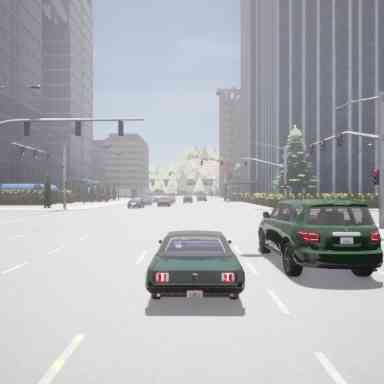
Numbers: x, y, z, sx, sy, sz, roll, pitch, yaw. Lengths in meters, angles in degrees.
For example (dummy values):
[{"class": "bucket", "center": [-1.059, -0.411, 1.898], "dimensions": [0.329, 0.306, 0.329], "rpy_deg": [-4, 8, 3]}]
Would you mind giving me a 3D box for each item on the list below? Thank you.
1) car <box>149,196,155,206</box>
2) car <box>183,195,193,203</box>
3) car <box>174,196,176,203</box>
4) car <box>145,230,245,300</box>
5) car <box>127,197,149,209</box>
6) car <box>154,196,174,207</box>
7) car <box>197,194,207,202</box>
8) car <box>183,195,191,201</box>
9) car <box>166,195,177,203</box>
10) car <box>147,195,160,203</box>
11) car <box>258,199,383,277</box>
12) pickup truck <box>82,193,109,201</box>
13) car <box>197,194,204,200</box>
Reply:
[{"class": "car", "center": [-7.863, 1.526, 56.033], "dimensions": [1.812, 1.442, 4.674], "rpy_deg": [0, 0, -1]}, {"class": "car", "center": [-0.859, 1.505, 68.789], "dimensions": [1.837, 1.490, 4.892], "rpy_deg": [0, 0, -1]}, {"class": "car", "center": [-4.419, 1.601, 61.945], "dimensions": [1.895, 1.301, 4.718], "rpy_deg": [0, 0, 0]}, {"class": "car", "center": [0.077, 1.601, 8.367], "dimensions": [1.895, 1.301, 4.718], "rpy_deg": [0, 0, 0]}, {"class": "car", "center": [-7.796, 1.491, 46.754], "dimensions": [2.128, 1.511, 4.902], "rpy_deg": [0, 0, 1]}, {"class": "car", "center": [-4.301, 1.478, 51.839], "dimensions": [1.882, 1.535, 5.008], "rpy_deg": [0, 0, -1]}, {"class": "car", "center": [2.402, 1.348, 78.831], "dimensions": [2.097, 1.767, 4.553], "rpy_deg": [0, 0, -1]}, {"class": "car", "center": [-1.238, 1.540, 88.917], "dimensions": [2.033, 1.411, 5.357], "rpy_deg": [0, 0, -1]}, {"class": "car", "center": [-4.509, 1.524, 72.399], "dimensions": [2.128, 1.511, 4.902], "rpy_deg": [0, 0, -1]}, {"class": "car", "center": [-7.961, 1.493, 68.852], "dimensions": [2.128, 1.511, 4.902], "rpy_deg": [0, 0, -1]}, {"class": "car", "center": [3.589, 1.221, 10.395], "dimensions": [2.150, 2.045, 5.566], "rpy_deg": [0, 0, 0]}, {"class": "pickup truck", "center": [-21.147, 1.059, 73.429], "dimensions": [2.390, 2.098, 6.274], "rpy_deg": [0, 0, 30]}, {"class": "car", "center": [2.259, 1.386, 89.111], "dimensions": [1.882, 1.535, 5.008], "rpy_deg": [0, 0, -1]}]
